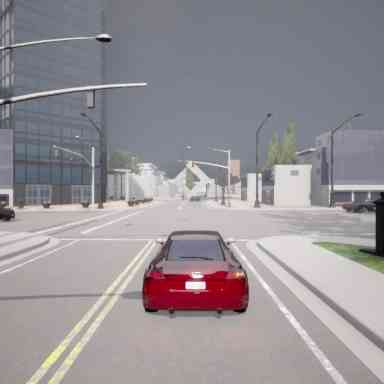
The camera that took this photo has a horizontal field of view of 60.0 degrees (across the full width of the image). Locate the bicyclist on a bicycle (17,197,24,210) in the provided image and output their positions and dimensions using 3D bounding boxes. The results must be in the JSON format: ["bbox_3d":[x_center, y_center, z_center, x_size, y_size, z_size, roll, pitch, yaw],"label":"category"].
[{"bbox_3d":[-21.975,1.466,42.578,0.582,1.620,1.656,-1,0,0],"label":"bicyclist on a bicycle"}]

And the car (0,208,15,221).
[{"bbox_3d":[-16.597,1.587,26.143,5.008,1.535,1.882,-1,0,0],"label":"car"}]

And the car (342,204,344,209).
[{"bbox_3d":[19.359,1.558,37.115,4.718,1.301,1.895,0,0,0],"label":"car"}]

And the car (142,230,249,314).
[{"bbox_3d":[0.075,1.564,7.685,1.994,1.385,4.181,0,0,0],"label":"car"}]

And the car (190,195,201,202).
[{"bbox_3d":[0.785,1.524,77.306,1.812,1.442,4.674,0,0,12],"label":"car"}]

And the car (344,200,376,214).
[{"bbox_3d":[18.446,1.563,33.618,4.718,1.301,1.895,0,0,0],"label":"car"}]
